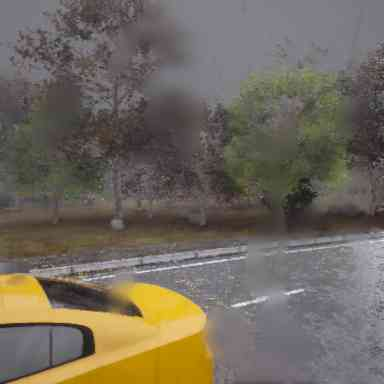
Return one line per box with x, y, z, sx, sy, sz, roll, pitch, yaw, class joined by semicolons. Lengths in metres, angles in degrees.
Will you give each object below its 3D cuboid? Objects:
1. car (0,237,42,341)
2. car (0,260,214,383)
-4.863;1.578;4.721;4.718;1.301;1.895;0;0;-35;car
-2.148;1.466;2.323;5.008;1.535;1.882;0;0;-35;car
